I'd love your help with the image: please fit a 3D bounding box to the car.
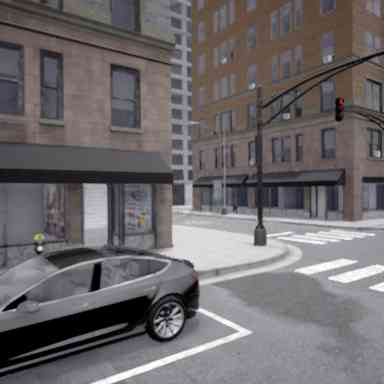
[{"bbox_3d":[-1.852,1.555,4.864,4.313,1.339,1.947,-1,0,-35],"label":"car"}]
